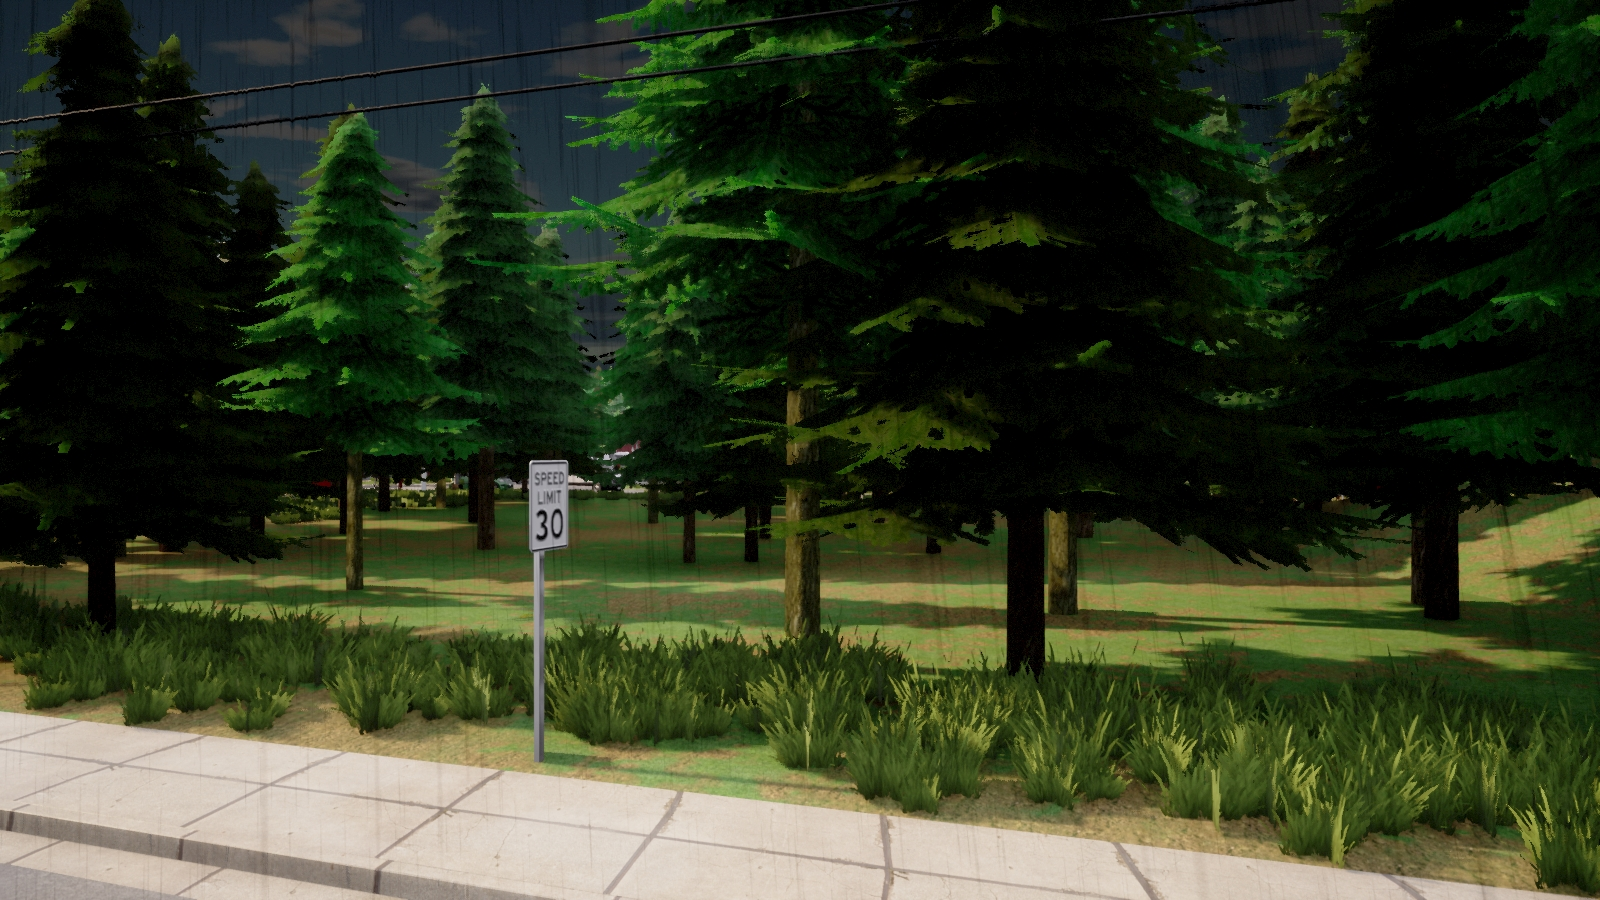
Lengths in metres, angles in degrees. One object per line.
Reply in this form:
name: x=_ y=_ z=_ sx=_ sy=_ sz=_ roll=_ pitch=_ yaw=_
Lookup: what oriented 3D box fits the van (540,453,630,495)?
van: x=-13.883 y=1.508 z=73.669 sx=5.915 sy=2.561 sz=1.988 roll=0 pitch=0 yaw=33
